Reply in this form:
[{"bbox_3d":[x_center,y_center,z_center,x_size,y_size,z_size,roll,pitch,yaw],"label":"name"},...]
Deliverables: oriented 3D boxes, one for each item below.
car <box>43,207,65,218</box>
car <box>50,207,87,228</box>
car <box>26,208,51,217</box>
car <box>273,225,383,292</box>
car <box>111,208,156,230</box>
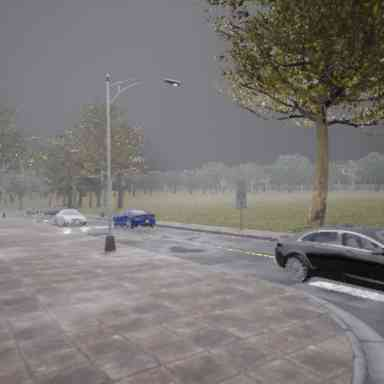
[{"bbox_3d":[-19.438,2.800,46.790,1.895,1.301,4.718,-1,-1,-35],"label":"car"},{"bbox_3d":[-10.834,2.272,29.501,1.812,1.442,4.674,-1,-1,-35],"label":"car"},{"bbox_3d":[-19.933,2.358,42.541,1.994,1.385,4.181,-1,-1,-35],"label":"car"},{"bbox_3d":[4.264,1.595,8.109,2.128,1.511,4.902,-1,-1,-35],"label":"car"},{"bbox_3d":[-4.631,2.017,25.816,1.882,1.535,5.008,-1,-1,-35],"label":"car"}]
